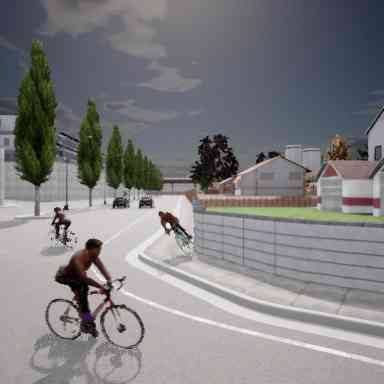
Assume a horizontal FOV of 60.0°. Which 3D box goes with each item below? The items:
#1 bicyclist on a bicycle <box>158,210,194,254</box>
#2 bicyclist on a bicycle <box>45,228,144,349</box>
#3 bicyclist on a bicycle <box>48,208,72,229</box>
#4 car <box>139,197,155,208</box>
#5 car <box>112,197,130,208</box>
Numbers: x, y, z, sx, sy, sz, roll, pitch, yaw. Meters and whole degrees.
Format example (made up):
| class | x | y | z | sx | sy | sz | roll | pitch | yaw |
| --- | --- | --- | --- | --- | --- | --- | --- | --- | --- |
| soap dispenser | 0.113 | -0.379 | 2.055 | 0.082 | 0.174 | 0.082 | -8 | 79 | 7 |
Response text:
| class | x | y | z | sx | sy | sz | roll | pitch | yaw |
| --- | --- | --- | --- | --- | --- | --- | --- | --- | --- |
| bicyclist on a bicycle | -0.507 | 1.220 | 10.904 | 0.582 | 1.620 | 1.656 | -39 | 4 | 14 |
| bicyclist on a bicycle | -1.475 | 1.448 | 4.768 | 1.656 | 1.620 | 0.582 | 0 | 9 | 17 |
| bicyclist on a bicycle | -5.321 | 1.452 | 13.433 | 1.656 | 1.620 | 0.582 | -2 | -1 | 26 |
| car | -6.467 | 1.505 | 47.538 | 1.837 | 1.490 | 4.892 | 0 | 0 | -2 |
| car | -9.963 | 1.505 | 47.033 | 1.837 | 1.490 | 4.892 | 0 | 0 | -1 |
